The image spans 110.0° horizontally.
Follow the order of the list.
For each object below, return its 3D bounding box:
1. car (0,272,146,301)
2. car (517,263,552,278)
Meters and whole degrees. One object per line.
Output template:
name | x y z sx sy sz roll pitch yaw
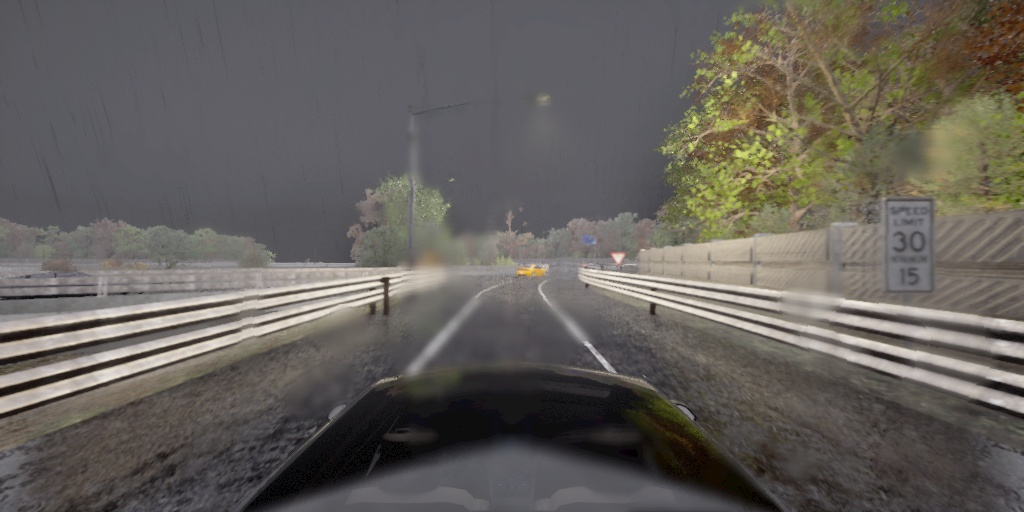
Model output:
car | -20.875 1.441 16.714 5.357 1.411 2.033 1 -1 -42
car | 2.487 1.808 42.766 1.882 1.535 5.008 0 -1 34
